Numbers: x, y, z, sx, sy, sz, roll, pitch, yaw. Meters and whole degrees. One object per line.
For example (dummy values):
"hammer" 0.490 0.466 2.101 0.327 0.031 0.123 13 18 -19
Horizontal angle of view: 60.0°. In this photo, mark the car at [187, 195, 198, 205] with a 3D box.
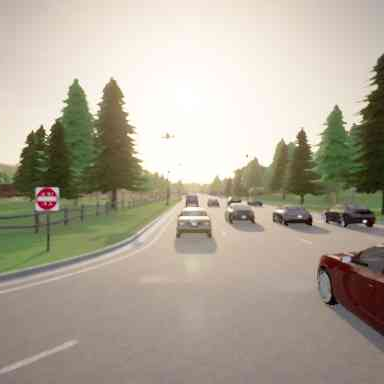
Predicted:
"car" 0.005 1.499 65.381 2.097 1.767 4.553 0 0 0

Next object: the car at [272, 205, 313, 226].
"car" 7.102 1.617 23.935 1.994 1.385 4.181 0 0 0

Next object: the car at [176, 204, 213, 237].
"car" 0.101 1.589 18.380 2.033 1.411 5.357 0 0 0

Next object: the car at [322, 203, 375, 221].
"car" 10.602 1.556 22.827 1.837 1.490 4.892 0 0 0

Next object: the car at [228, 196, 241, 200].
"car" 7.004 1.475 55.377 2.097 1.767 4.553 0 0 0

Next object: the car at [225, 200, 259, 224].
"car" 3.589 1.582 25.389 1.812 1.442 4.674 0 0 0

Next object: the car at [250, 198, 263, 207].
"car" 10.504 1.724 55.436 1.895 1.301 4.718 0 0 0

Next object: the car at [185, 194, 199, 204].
"car" 0.004 1.344 55.021 2.150 2.045 5.566 0 0 0

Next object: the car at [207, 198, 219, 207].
"car" 3.504 1.670 54.990 2.033 1.411 5.357 0 0 0

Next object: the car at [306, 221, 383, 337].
"car" 3.601 1.489 5.091 1.882 1.535 5.008 0 0 0
